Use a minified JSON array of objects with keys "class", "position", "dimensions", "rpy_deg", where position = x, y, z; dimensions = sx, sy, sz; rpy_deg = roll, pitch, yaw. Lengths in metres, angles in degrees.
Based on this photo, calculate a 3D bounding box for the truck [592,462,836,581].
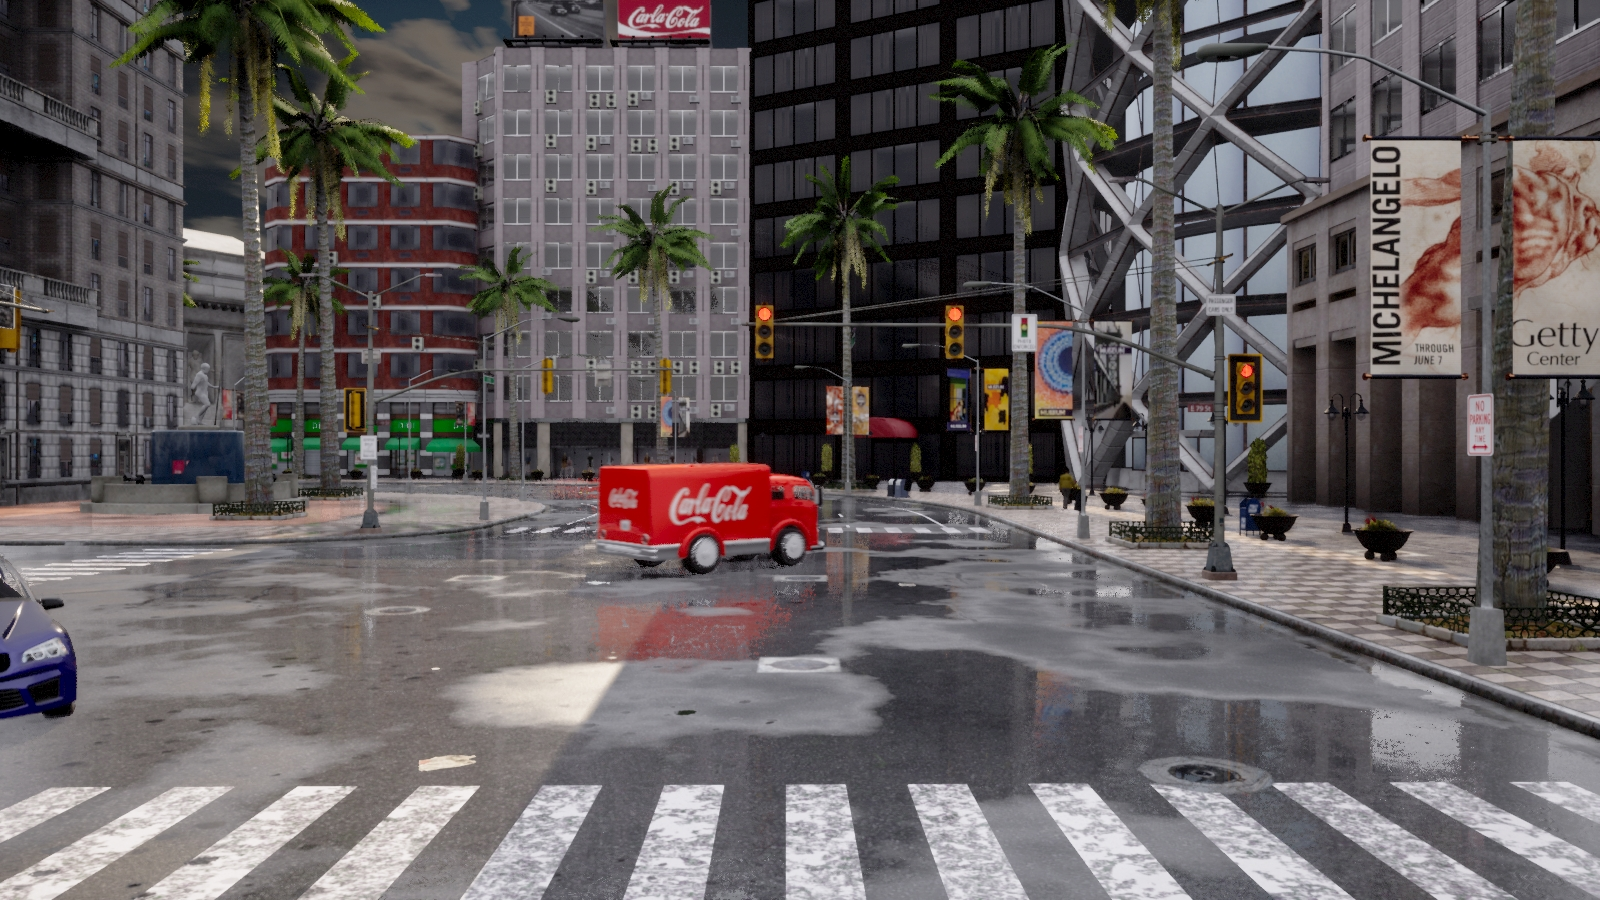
[{"class":"truck","position":[-1.974,1.561,27.092],"dimensions":[5.204,2.467,2.627],"rpy_deg":[0,0,-39]}]

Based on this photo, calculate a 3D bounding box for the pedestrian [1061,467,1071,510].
[{"class":"pedestrian","position":[11.528,1.679,49.537],"dimensions":[0.375,1.860,0.375],"rpy_deg":[0,0,23]}]

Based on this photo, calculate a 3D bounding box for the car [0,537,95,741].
[{"class":"car","position":[-9.486,1.963,12.490],"dimensions":[2.242,1.667,4.611],"rpy_deg":[0,0,-42]}]
